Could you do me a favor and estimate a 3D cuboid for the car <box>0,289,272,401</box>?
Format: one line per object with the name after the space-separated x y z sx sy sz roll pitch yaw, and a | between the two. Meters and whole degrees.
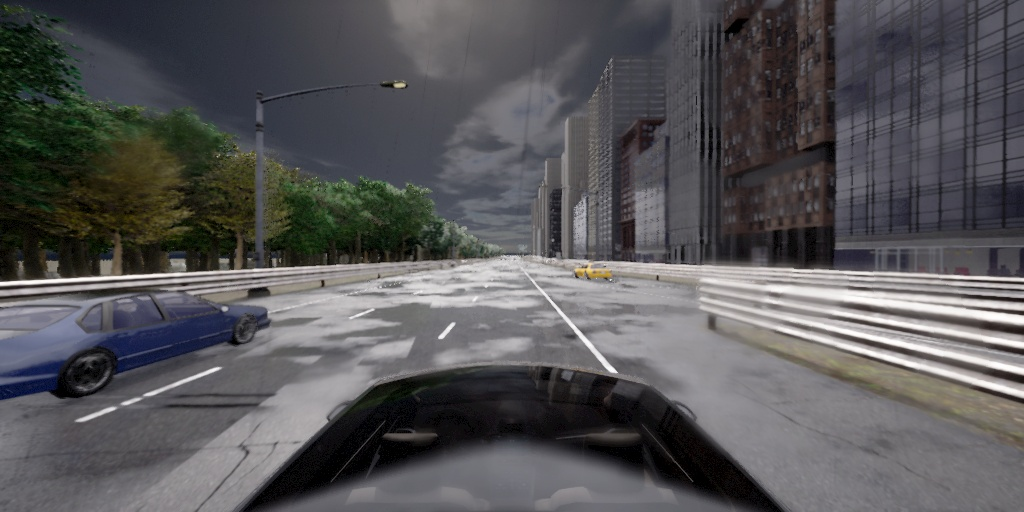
-6.902 1.310 6.444 2.033 1.411 5.357 0 0 0 | car

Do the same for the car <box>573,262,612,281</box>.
6.955 1.312 31.682 1.801 1.575 5.366 0 0 -10 | car
